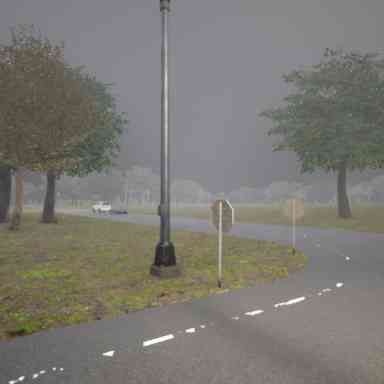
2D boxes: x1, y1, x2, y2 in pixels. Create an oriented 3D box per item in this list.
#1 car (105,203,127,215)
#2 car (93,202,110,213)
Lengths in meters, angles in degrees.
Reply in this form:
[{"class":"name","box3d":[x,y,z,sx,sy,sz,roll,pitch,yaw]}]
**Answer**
[{"class":"car","box3d":[-12.253,2.995,54.893,1.994,1.385,4.181,2,-2,-32]},{"class":"car","box3d":[-16.564,2.781,61.338,2.150,2.045,5.566,2,-2,-34]}]
